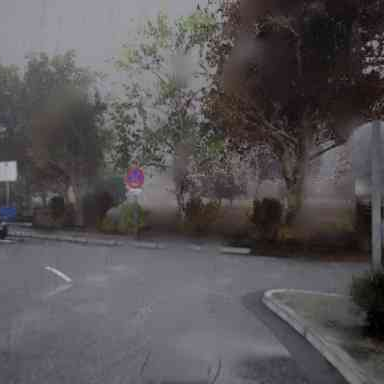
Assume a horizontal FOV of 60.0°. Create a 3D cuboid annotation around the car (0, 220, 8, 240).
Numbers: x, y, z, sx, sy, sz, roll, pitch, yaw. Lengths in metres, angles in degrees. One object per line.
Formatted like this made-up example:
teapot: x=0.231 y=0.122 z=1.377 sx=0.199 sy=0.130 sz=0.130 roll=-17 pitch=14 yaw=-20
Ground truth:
car: x=-11.057 y=1.658 z=16.284 sx=4.181 sy=1.385 sz=1.994 roll=0 pitch=0 yaw=27
